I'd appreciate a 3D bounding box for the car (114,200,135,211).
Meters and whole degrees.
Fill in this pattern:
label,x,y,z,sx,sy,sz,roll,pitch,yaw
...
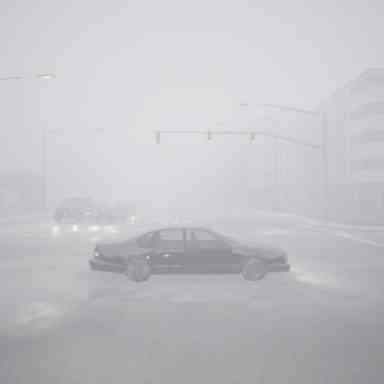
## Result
label,x,y,z,sx,sy,sz,roll,pitch,yaw
car,-10.255,1.954,49.922,2.033,1.411,5.357,0,0,-23

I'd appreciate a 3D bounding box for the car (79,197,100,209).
label,x,y,z,sx,sy,sz,roll,pitch,yaw
car,-17.174,1.802,55.714,2.097,1.767,4.553,0,0,-33

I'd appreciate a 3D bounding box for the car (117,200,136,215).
label,x,y,z,sx,sy,sz,roll,pitch,yaw
car,-7.346,1.800,37.745,1.882,1.535,5.008,0,0,-7

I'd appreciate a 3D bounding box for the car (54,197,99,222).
label,x,y,z,sx,sy,sz,roll,pitch,yaw
car,-10.381,1.490,29.819,2.150,2.045,5.566,0,0,-1

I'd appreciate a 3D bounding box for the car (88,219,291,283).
label,x,y,z,sx,sy,sz,roll,pitch,yaw
car,-0.078,1.635,9.428,5.357,1.411,2.033,0,-1,-2

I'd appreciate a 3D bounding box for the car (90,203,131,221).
label,x,y,z,sx,sy,sz,roll,pitch,yaw
car,-6.852,1.860,28.577,1.895,1.301,4.718,0,0,1
